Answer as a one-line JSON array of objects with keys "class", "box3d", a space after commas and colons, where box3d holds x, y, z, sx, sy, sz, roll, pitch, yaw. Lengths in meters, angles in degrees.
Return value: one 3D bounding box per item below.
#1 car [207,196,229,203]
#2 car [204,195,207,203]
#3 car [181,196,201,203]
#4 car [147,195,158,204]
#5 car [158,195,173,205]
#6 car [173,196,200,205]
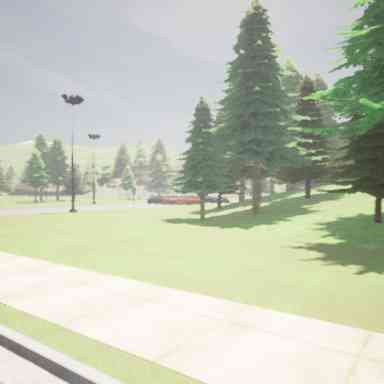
[{"class": "car", "box3d": [5.463, 1.530, 64.780, 1.994, 1.385, 4.181, 0, 0, 36]}, {"class": "car", "box3d": [2.373, 1.314, 66.483, 2.097, 1.767, 4.553, 0, 0, 36]}, {"class": "car", "box3d": [-0.146, 1.520, 68.949, 1.994, 1.385, 4.181, 0, 0, 36]}, {"class": "car", "box3d": [-6.025, 1.311, 60.742, 2.097, 1.767, 4.553, 0, 0, 37]}, {"class": "car", "box3d": [-3.259, 1.314, 58.674, 2.097, 1.767, 4.553, 0, 0, 37]}, {"class": "car", "box3d": [-0.554, 1.318, 56.444, 2.097, 1.767, 4.553, 0, 0, 37]}]
